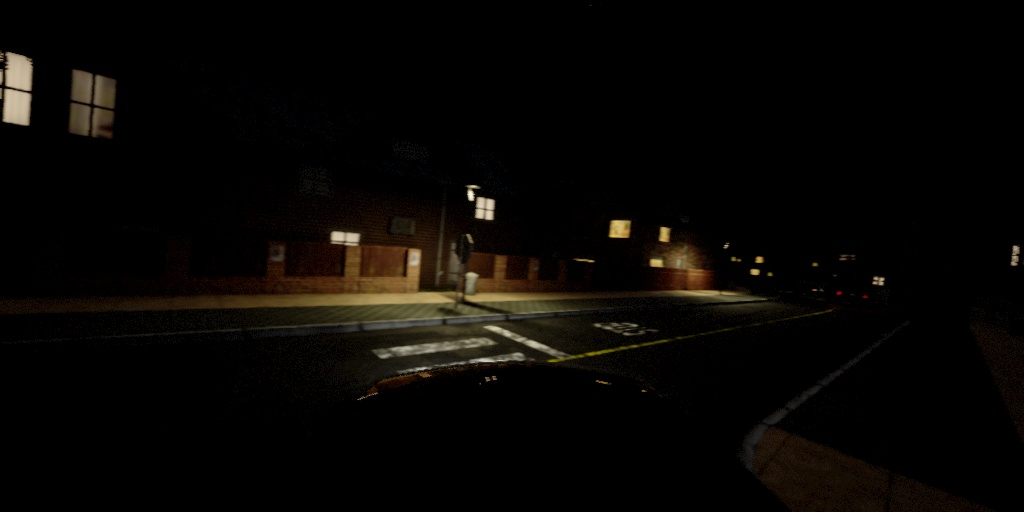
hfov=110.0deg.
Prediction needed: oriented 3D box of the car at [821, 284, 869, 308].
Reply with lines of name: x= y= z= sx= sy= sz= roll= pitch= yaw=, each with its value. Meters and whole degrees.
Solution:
car: x=28.106 y=3.173 z=30.226 sx=2.097 sy=1.767 sz=4.553 roll=6 pitch=1 yaw=32

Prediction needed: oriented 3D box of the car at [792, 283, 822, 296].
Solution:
car: x=32.752 y=3.667 z=39.233 sx=2.033 sy=1.411 sz=5.357 roll=6 pitch=1 yaw=20
